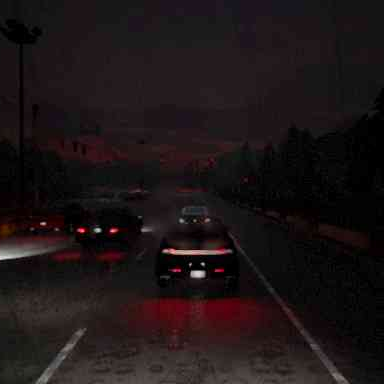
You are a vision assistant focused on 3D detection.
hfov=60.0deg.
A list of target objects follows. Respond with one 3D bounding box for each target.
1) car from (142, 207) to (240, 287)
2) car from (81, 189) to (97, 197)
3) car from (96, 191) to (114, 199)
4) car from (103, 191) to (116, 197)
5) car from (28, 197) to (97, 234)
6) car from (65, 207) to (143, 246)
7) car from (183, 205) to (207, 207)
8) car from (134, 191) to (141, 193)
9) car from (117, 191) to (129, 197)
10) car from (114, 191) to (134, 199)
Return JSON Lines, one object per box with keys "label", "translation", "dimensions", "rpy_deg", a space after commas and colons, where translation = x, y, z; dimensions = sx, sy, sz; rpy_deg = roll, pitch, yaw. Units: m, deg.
{"label": "car", "translation": [0.125, 1.392, 9.033], "dimensions": [2.128, 1.511, 4.902], "rpy_deg": [0, 1, 0]}
{"label": "car", "translation": [-20.655, 0.400, 67.369], "dimensions": [2.150, 2.045, 5.566], "rpy_deg": [0, 1, 0]}
{"label": "car", "translation": [-17.157, 0.775, 66.979], "dimensions": [1.895, 1.301, 4.718], "rpy_deg": [0, 1, 0]}
{"label": "car", "translation": [-20.566, 0.456, 83.195], "dimensions": [1.882, 1.535, 5.008], "rpy_deg": [0, 1, 0]}
{"label": "car", "translation": [-6.847, 1.269, 17.761], "dimensions": [1.882, 1.535, 5.008], "rpy_deg": [0, 1, 0]}
{"label": "car", "translation": [-3.352, 1.382, 14.349], "dimensions": [2.033, 1.411, 5.357], "rpy_deg": [0, 1, 0]}
{"label": "car", "translation": [0.170, 1.385, 18.363], "dimensions": [1.895, 1.301, 4.718], "rpy_deg": [0, 1, 0]}
{"label": "car", "translation": [-13.569, 0.511, 82.540], "dimensions": [1.812, 1.442, 4.674], "rpy_deg": [0, 1, 0]}
{"label": "car", "translation": [-17.069, 0.537, 82.660], "dimensions": [1.994, 1.385, 4.181], "rpy_deg": [0, 1, 0]}
{"label": "car", "translation": [-13.659, 0.693, 67.070], "dimensions": [2.128, 1.511, 4.902], "rpy_deg": [0, 1, 0]}
